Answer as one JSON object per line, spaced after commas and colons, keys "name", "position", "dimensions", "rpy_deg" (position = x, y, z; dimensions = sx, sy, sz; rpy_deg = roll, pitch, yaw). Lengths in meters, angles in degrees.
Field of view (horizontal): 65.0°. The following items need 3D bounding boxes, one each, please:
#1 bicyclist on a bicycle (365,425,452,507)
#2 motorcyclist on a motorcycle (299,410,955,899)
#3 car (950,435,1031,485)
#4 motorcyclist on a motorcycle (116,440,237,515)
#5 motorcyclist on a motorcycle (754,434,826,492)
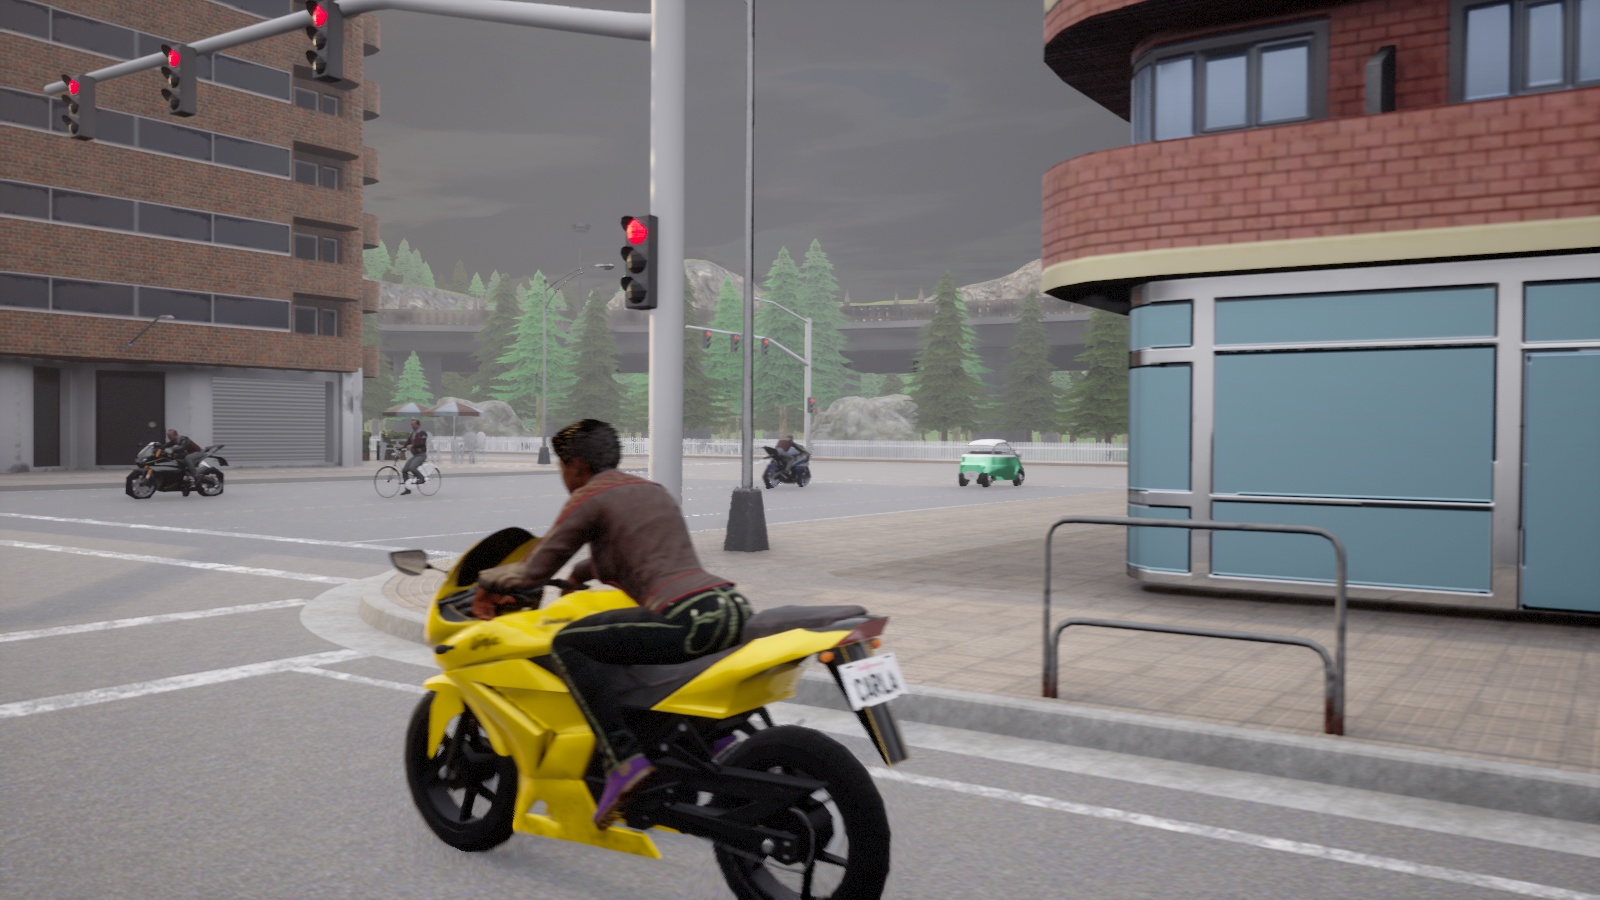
{"name": "bicyclist on a bicycle", "position": [-8.725, 0.341, 28.050], "dimensions": [0.659, 1.776, 1.843], "rpy_deg": [0, 1, 34]}
{"name": "motorcyclist on a motorcycle", "position": [-0.615, 0.668, 4.032], "dimensions": [2.044, 1.523, 0.797], "rpy_deg": [-1, 0, 34]}
{"name": "car", "position": [5.577, 0.263, 36.691], "dimensions": [1.481, 1.376, 2.207], "rpy_deg": [0, 2, 36]}
{"name": "motorcyclist on a motorcycle", "position": [-13.491, 0.567, 27.233], "dimensions": [0.866, 1.530, 2.191], "rpy_deg": [0, 1, 34]}
{"name": "motorcyclist on a motorcycle", "position": [-0.254, 0.336, 34.376], "dimensions": [0.866, 1.530, 2.191], "rpy_deg": [0, 1, 34]}
